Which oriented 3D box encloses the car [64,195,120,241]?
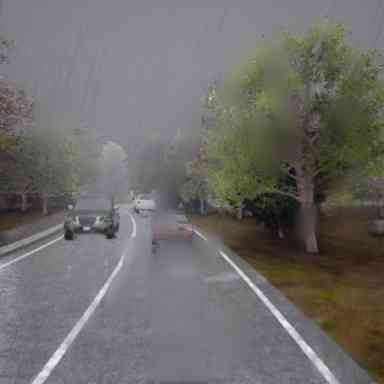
[{"bbox_3d":[-4.929,1.213,17.093,2.150,2.045,5.566,1,0,-8],"label":"car"}]

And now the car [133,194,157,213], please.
[{"bbox_3d":[-5.245,1.247,36.606,2.150,2.045,5.566,1,0,-15],"label":"car"}]

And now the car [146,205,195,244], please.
[{"bbox_3d":[-1.025,1.568,15.815,2.033,1.411,5.357,0,0,-7],"label":"car"}]

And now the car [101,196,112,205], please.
[{"bbox_3d":[-14.840,1.437,57.776,1.812,1.442,4.674,1,0,-15],"label":"car"}]
